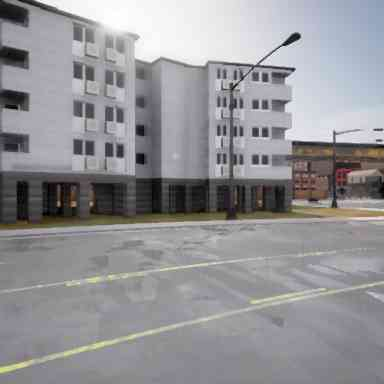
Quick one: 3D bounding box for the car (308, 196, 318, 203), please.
[{"bbox_3d":[25.599,1.589,70.446,1.895,1.301,4.718,0,0,18],"label":"car"}]
